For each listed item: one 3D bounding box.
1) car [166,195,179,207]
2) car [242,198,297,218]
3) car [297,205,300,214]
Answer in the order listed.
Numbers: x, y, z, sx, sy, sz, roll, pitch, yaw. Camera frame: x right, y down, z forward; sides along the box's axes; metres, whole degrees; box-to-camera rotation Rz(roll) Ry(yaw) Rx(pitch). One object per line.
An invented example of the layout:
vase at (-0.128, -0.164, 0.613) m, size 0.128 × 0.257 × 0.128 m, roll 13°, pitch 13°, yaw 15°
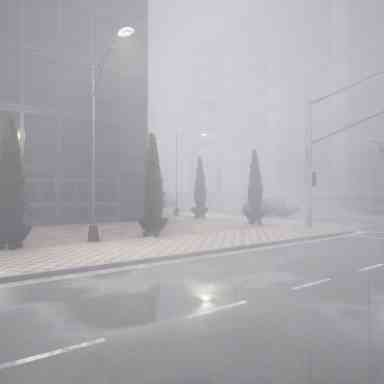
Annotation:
car at (-4.313, 1.276, 52.451) m, size 2.150 × 2.045 × 5.566 m, roll 0°, pitch 0°, yaw -36°
car at (6.922, 1.533, 31.070) m, size 1.882 × 1.535 × 5.008 m, roll 0°, pitch 0°, yaw -36°
car at (8.880, 1.409, 34.328) m, size 2.097 × 1.767 × 4.553 m, roll 0°, pitch 0°, yaw -36°
